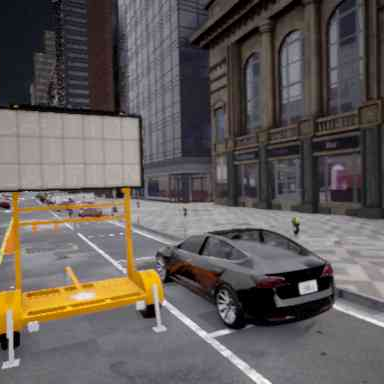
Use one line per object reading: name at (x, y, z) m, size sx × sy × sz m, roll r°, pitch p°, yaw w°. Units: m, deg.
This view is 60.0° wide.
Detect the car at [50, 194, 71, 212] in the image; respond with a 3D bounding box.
car at (-12.105, 1.128, 31.673) m, size 1.802 × 1.307 × 4.206 m, roll -3°, pitch 2°, yaw -27°

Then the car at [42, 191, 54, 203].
car at (-17.234, 0.888, 41.710) m, size 1.967 × 1.590 × 4.097 m, roll -3°, pitch 2°, yaw -27°

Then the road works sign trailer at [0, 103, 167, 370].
road works sign trailer at (-2.061, 0.362, 5.833) m, size 2.380 × 3.560 × 2.880 m, roll -2°, pitch 2°, yaw -27°

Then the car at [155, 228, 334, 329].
car at (0.704, 1.366, 6.572) m, size 1.947 × 1.339 × 4.313 m, roll -3°, pitch 2°, yaw -27°

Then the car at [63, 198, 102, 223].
car at (-6.981, 1.229, 21.633) m, size 1.802 × 1.307 × 4.206 m, roll -3°, pitch 2°, yaw -27°

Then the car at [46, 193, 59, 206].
car at (-14.668, 1.078, 36.694) m, size 1.802 × 1.307 × 4.206 m, roll -3°, pitch 2°, yaw -27°

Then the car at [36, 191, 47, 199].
car at (-32.605, 0.610, 71.830) m, size 1.967 × 1.590 × 4.097 m, roll -3°, pitch 2°, yaw -27°

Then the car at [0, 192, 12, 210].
car at (-21.428, 1.161, 37.128) m, size 1.882 × 1.535 × 5.008 m, roll -2°, pitch 1°, yaw -27°

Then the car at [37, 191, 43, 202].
car at (-22.362, 0.667, 51.746) m, size 2.192 × 1.841 × 5.009 m, roll -3°, pitch 2°, yaw -27°
